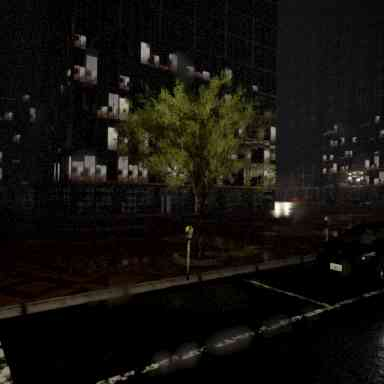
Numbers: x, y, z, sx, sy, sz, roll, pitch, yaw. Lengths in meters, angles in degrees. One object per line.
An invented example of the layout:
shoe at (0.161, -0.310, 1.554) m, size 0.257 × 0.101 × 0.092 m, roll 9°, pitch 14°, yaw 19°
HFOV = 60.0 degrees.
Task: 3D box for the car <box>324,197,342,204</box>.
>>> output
car at (27.688, 1.689, 64.534) m, size 1.967 × 1.590 × 4.097 m, roll 1°, pitch -1°, yaw -20°

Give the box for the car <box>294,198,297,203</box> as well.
car at (27.369, 2.123, 88.270) m, size 1.802 × 1.307 × 4.206 m, roll 1°, pitch -1°, yaw -20°

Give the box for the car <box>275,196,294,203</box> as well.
car at (21.910, 1.795, 80.283) m, size 1.967 × 1.590 × 4.097 m, roll 1°, pitch -1°, yaw -20°

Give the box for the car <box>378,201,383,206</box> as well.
car at (36.946, 1.890, 62.170) m, size 1.752 × 1.417 × 4.829 m, roll 1°, pitch -1°, yaw -20°

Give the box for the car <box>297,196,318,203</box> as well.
car at (29.300, 1.821, 83.021) m, size 2.192 × 1.841 × 5.009 m, roll 1°, pitch -1°, yaw -20°

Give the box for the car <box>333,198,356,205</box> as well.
car at (33.151, 1.985, 72.514) m, size 2.008 × 1.369 × 4.403 m, roll 1°, pitch -1°, yaw -20°

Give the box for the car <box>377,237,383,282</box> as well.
car at (6.223, 1.606, 7.126) m, size 4.718 × 1.301 × 1.895 m, roll 0°, pitch 0°, yaw -34°

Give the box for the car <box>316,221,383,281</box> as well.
car at (5.544, 1.574, 9.810) m, size 4.313 × 1.339 × 1.947 m, roll 0°, pitch 1°, yaw -34°

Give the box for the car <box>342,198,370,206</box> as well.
car at (29.613, 1.764, 59.282) m, size 2.008 × 1.369 × 4.403 m, roll 1°, pitch -1°, yaw -20°
